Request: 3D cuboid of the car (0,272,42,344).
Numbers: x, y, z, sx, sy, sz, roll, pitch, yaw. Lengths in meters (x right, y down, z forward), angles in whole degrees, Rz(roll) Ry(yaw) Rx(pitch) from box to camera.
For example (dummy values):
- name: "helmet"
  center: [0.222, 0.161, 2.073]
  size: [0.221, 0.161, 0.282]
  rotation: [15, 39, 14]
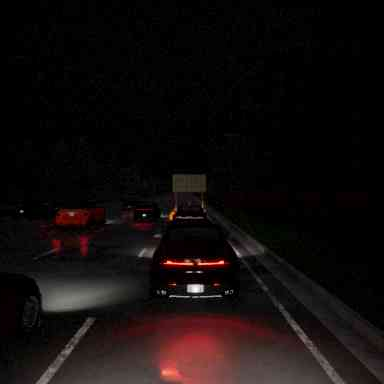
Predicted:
- name: "car"
  center: [-3.418, 1.526, 3.657]
  size: [1.812, 1.442, 4.674]
  rotation: [0, 0, 0]

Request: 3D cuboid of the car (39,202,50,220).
- name: "car"
  center: [-10.621, 1.351, 28.059]
  size: [2.097, 1.767, 4.553]
  rotation: [0, 0, 0]

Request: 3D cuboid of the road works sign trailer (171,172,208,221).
- name: "road works sign trailer"
  center: [-0.187, 0.464, 22.721]
  size: [2.380, 3.560, 2.880]
  rotation: [0, 0, -3]

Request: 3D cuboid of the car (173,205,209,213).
- name: "car"
  center: [-0.067, 1.488, 18.851]
  size: [2.128, 1.511, 4.902]
  rotation: [0, 0, 1]

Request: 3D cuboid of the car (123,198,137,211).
- name: "car"
  center: [-7.234, 1.488, 40.767]
  size: [2.128, 1.511, 4.902]
  rotation: [0, 0, 0]

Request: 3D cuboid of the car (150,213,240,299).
- name: "car"
  center: [0.047, 1.505, 8.463]
  size: [1.837, 1.490, 4.892]
  rotation: [0, 0, 0]

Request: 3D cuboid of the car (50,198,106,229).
- name: "car"
  center: [-7.063, 1.351, 21.609]
  size: [2.097, 1.767, 4.553]
  rotation: [0, 0, 0]

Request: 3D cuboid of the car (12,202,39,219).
- name: "car"
  center: [-14.132, 1.564, 29.576]
  size: [1.994, 1.385, 4.181]
  rotation: [0, 0, -1]

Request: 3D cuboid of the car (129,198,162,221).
- name: "car"
  center: [-3.614, 1.504, 27.421]
  size: [1.837, 1.490, 4.892]
  rotation: [0, 0, 0]
